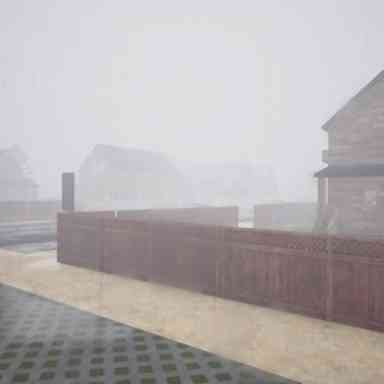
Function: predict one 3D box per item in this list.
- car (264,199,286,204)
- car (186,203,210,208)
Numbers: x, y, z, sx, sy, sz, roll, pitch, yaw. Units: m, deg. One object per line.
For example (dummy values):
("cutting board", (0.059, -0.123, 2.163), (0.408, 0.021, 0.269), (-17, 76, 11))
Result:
("car", (12.062, 1.773, 48.111), (1.882, 1.535, 5.008), (0, 0, 36))
("car", (0.379, 1.751, 31.890), (1.895, 1.301, 4.718), (0, 0, 36))
